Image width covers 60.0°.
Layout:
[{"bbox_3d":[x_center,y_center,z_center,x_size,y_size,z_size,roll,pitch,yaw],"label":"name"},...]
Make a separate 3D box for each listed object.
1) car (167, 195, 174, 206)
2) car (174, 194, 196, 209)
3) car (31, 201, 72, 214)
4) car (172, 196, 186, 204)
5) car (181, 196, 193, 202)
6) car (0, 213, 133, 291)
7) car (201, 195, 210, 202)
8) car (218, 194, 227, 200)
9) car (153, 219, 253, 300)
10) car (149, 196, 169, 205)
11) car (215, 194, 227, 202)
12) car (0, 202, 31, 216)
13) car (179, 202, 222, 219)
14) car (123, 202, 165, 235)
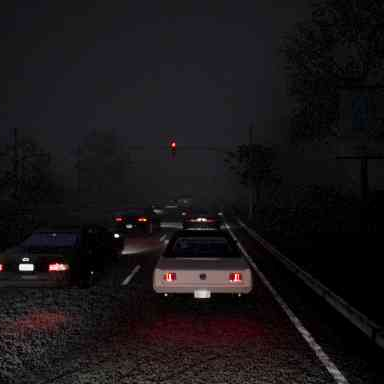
[{"bbox_3d":[-3.812,1.351,54.822,2.097,1.767,4.553,0,0,7],"label":"car"},{"bbox_3d":[-0.730,1.220,44.453,2.150,2.045,5.566,0,0,2],"label":"car"},{"bbox_3d":[-15.240,1.601,35.125,4.718,1.301,1.895,0,0,3],"label":"car"},{"bbox_3d":[-2.521,1.504,64.923,1.837,1.490,4.892,0,0,8],"label":"car"},{"bbox_3d":[-1.091,1.552,74.643,1.994,1.385,4.181,0,0,8],"label":"car"},{"bbox_3d":[-3.256,1.547,9.136,2.033,1.411,5.357,0,0,1],"label":"car"},{"bbox_3d":[3.255,1.524,79.632,2.128,1.511,4.902,0,0,10],"label":"car"},{"bbox_3d":[7.979,1.346,86.357,1.882,1.535,5.008,0,0,11],"label":"car"},{"bbox_3d":[0.232,1.601,8.373,1.895,1.301,4.718,0,0,1],"label":"car"},{"bbox_3d":[-4.830,1.601,45.201,1.895,1.301,4.718,0,0,5],"label":"car"},{"bbox_3d":[6.316,1.548,76.652,1.994,1.385,4.181,0,0,10],"label":"car"},{"bbox_3d":[-18.331,1.601,31.659,4.718,1.301,1.895,0,0,8],"label":"car"},{"bbox_3d":[0.522,1.505,17.598,1.837,1.490,4.892,0,0,2],"label":"car"},{"bbox_3d":[-2.939,1.526,18.713,1.812,1.442,4.674,0,0,4],"label":"car"}]
